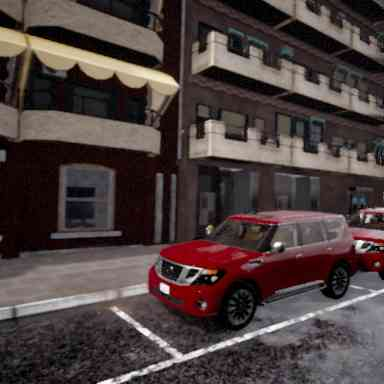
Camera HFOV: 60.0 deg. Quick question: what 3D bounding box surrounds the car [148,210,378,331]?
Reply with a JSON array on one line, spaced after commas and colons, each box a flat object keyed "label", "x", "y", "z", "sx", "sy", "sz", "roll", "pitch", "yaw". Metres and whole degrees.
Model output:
[{"label": "car", "x": 1.588, "y": 1.377, "z": 7.203, "sx": 5.009, "sy": 1.841, "sz": 2.192, "roll": 1, "pitch": 1, "yaw": -35}]

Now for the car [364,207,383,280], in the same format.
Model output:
[{"label": "car", "x": 6.089, "y": 1.440, "z": 10.414, "sx": 5.009, "sy": 1.841, "sz": 2.192, "roll": 1, "pitch": 1, "yaw": -35}]
